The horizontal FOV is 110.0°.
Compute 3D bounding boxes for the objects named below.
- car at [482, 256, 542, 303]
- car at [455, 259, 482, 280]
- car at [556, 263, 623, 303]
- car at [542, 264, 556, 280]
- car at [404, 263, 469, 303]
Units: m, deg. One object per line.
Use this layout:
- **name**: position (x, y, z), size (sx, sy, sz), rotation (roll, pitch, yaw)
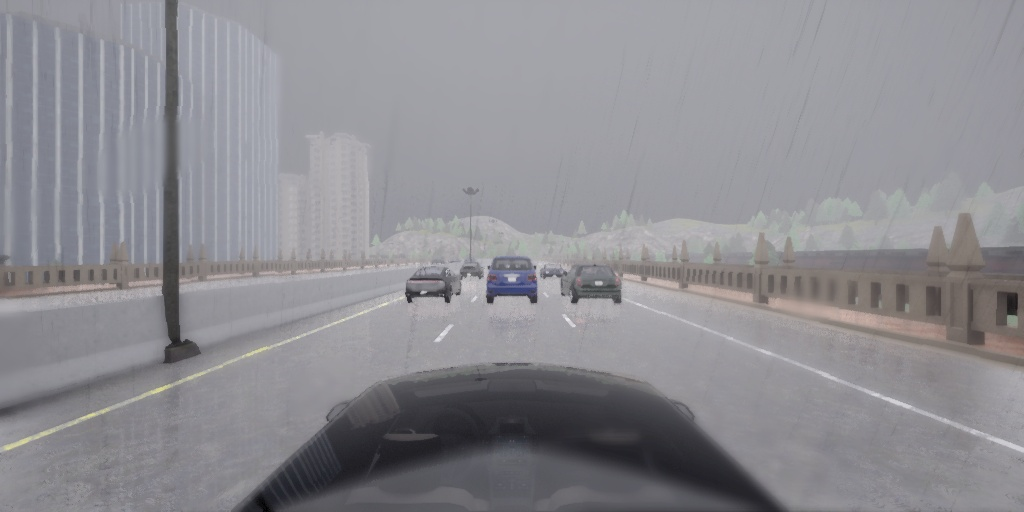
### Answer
- **car**: position (0.000, 1.008, 16.650), size (2.150, 2.045, 5.566), rotation (0, 0, 0)
- **car**: position (-3.500, 1.266, 31.620), size (1.837, 1.490, 4.892), rotation (0, 0, 0)
- **car**: position (3.500, 1.116, 16.590), size (2.097, 1.767, 4.553), rotation (0, 0, 0)
- **car**: position (3.500, 1.366, 31.646), size (1.895, 1.301, 4.718), rotation (0, 0, 0)
- **car**: position (-3.500, 1.245, 16.620), size (2.128, 1.511, 4.902), rotation (0, 0, 0)
